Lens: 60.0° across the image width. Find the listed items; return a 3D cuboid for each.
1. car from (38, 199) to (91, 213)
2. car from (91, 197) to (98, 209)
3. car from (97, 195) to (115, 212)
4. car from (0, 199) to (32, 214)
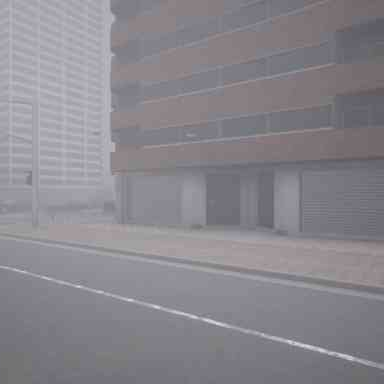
[{"bbox_3d":[-13.867,1.601,36.443,1.895,1.301,4.718,0,0,35],"label":"car"},{"bbox_3d":[-12.779,1.505,44.135,1.837,1.490,4.892,0,0,35],"label":"car"},{"bbox_3d":[-8.022,1.477,38.378,1.882,1.535,5.008,0,0,35],"label":"car"},{"bbox_3d":[-18.731,1.478,35.579,1.882,1.535,5.008,0,0,35],"label":"car"}]
